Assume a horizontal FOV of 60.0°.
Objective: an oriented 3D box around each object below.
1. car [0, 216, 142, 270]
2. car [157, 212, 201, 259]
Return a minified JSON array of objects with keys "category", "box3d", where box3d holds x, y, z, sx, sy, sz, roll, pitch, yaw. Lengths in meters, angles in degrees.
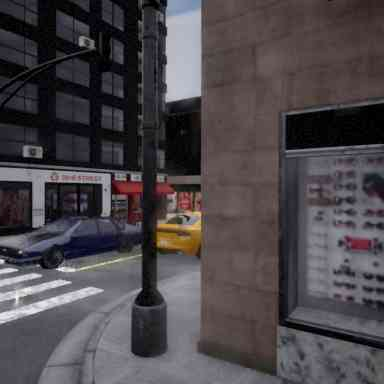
[{"category":"car","box3d":[-3.849,1.557,11.523,2.033,1.411,5.357,0,0,33]},{"category":"car","box3d":[0.461,1.501,12.875,1.882,1.535,5.008,0,0,33]}]
